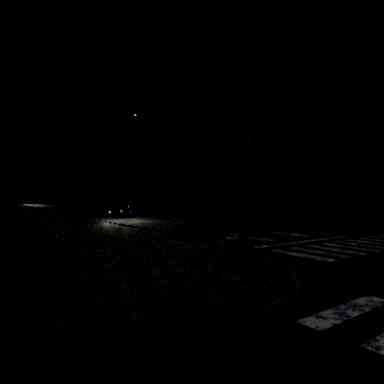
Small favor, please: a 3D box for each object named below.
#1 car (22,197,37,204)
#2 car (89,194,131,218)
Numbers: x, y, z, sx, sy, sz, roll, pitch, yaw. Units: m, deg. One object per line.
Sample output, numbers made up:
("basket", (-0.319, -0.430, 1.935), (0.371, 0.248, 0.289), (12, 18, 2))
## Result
("car", (-29.636, 1.578, 60.675), (1.895, 1.301, 4.718), (1, 0, -36))
("car", (-7.418, 1.212, 29.677), (2.150, 2.045, 5.566), (1, 0, -36))
